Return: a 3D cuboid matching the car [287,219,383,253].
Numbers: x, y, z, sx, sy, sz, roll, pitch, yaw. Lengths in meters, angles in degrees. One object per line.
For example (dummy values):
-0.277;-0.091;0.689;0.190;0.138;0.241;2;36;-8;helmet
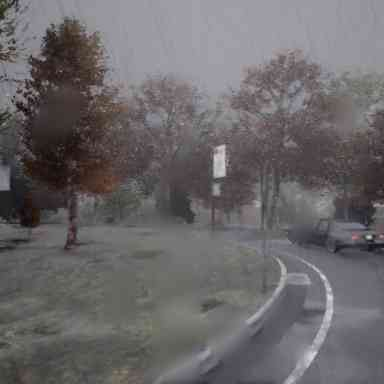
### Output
6.481;1.957;15.570;2.033;1.411;5.357;0;-3;-11;car
